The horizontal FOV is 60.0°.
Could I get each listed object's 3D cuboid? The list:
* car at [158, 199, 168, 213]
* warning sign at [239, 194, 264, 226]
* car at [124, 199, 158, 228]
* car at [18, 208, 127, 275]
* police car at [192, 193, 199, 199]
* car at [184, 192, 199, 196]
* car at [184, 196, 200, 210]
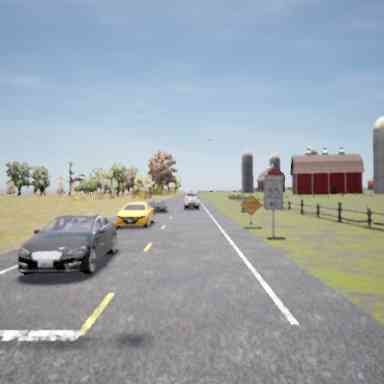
[{"bbox_3d":[-3.610,1.465,35.137,1.994,1.385,4.181,0,0,0],"label":"car"},{"bbox_3d":[3.523,1.062,19.842,1.300,1.860,1.060,0,0,0],"label":"warning sign"},{"bbox_3d":[-3.612,1.419,21.857,1.882,1.535,5.008,0,0,0],"label":"car"},{"bbox_3d":[-3.618,1.466,10.482,2.128,1.511,4.902,0,0,-2],"label":"car"},{"bbox_3d":[0.956,1.095,94.943,1.930,1.638,5.238,0,0,0],"label":"police car"},{"bbox_3d":[-0.051,1.067,51.247,2.150,2.045,5.566,0,0,0],"label":"car"},{"bbox_3d":[-0.040,1.481,41.234,1.895,1.301,4.718,0,0,0],"label":"car"}]
